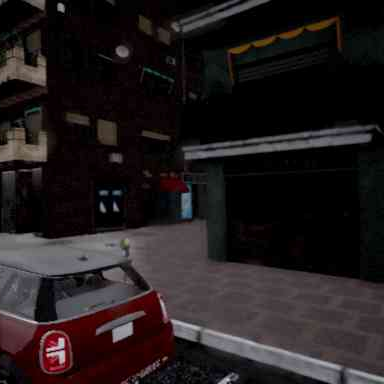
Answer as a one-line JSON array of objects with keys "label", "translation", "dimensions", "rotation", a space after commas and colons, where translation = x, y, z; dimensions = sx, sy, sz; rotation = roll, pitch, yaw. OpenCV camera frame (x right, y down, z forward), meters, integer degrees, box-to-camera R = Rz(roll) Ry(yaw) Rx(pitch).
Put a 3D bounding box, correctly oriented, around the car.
[{"label": "car", "translation": [-2.288, 1.461, 4.512], "dimensions": [4.097, 1.590, 1.967], "rotation": [0, -1, 35]}]
